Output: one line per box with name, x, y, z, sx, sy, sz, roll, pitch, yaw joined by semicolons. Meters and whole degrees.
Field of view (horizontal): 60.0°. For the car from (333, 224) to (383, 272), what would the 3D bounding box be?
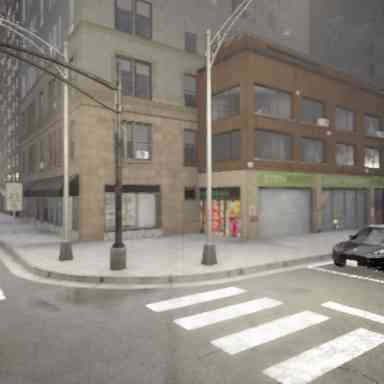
car;6.561;1.789;11.223;4.313;1.339;1.947;1;-2;-35
